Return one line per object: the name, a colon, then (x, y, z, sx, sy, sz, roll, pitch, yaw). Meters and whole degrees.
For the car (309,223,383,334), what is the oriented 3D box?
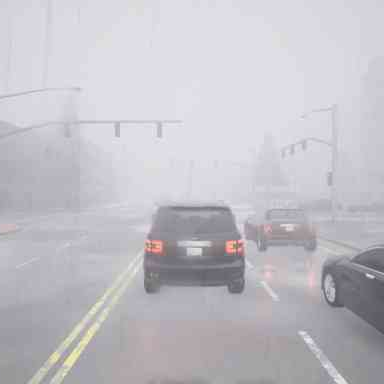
car: (3.608, 1.505, 5.065, 1.837, 1.490, 4.892, 0, 0, 0)

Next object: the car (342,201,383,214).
car: (18.492, 1.600, 34.152, 4.718, 1.301, 1.895, 0, 0, -2)

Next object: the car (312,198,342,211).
car: (14.443, 1.504, 37.545, 4.892, 1.490, 1.837, 0, 0, -2)

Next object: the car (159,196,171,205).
car: (-4.892, 1.476, 61.317, 1.882, 1.535, 5.008, 0, 0, -1)

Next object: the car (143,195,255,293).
car: (0.055, 1.221, 8.969, 2.150, 2.045, 5.566, 0, 0, 0)

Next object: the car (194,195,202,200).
car: (1.479, 1.550, 90.349, 1.994, 1.385, 4.181, 0, 0, -1)

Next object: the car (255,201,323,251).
car: (3.537, 1.352, 14.147, 2.097, 1.767, 4.553, 0, 0, 0)

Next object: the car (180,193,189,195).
car: (-1.779, 1.494, 80.204, 1.837, 1.490, 4.892, 0, 0, -1)

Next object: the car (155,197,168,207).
car: (-4.694, 1.524, 51.927, 1.812, 1.442, 4.674, 0, 0, -1)

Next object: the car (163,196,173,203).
car: (-5.065, 1.551, 71.198, 1.994, 1.385, 4.181, 0, 0, -1)
